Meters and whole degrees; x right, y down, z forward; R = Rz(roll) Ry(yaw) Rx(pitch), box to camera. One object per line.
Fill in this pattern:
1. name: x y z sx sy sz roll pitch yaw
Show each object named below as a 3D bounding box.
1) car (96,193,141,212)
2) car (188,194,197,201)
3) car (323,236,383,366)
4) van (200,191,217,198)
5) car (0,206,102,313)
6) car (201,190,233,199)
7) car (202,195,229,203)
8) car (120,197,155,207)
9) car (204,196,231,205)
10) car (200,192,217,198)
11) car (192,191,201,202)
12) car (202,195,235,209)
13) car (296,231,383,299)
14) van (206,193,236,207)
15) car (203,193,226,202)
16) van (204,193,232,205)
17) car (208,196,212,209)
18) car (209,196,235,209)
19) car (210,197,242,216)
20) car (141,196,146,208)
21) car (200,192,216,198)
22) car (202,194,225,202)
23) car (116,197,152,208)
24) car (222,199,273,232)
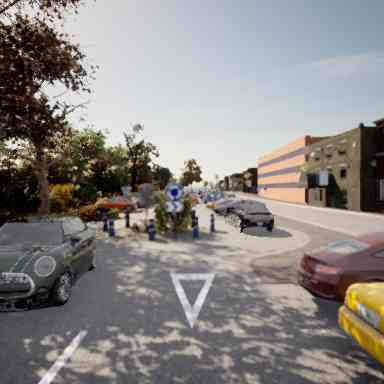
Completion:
1. car: -8.166 1.266 35.732 4.553 1.767 2.185 0 0 0
2. car: 0.085 1.177 72.903 1.895 1.301 4.718 0 1 0
3. car: 4.727 1.491 4.098 5.366 1.575 1.946 0 0 0
4. van: 4.435 0.668 89.430 4.442 1.987 1.878 0 1 0
5. car: -3.679 1.380 7.936 2.097 1.767 4.553 0 0 -6
6. car: 4.446 1.156 47.031 5.566 2.045 2.435 0 0 0
7. car: 4.477 1.307 64.005 5.008 1.535 2.097 0 1 0
8. car: -8.121 1.440 49.726 4.792 1.488 2.163 0 0 0
9. car: 4.451 1.434 58.346 4.674 1.452 2.002 0 1 0
10. car: 4.590 0.878 92.259 4.792 1.488 2.163 0 1 0
11. car: 0.087 1.196 62.993 2.097 1.767 4.553 0 1 1
12. car: 4.206 1.392 38.554 5.366 1.575 1.946 0 0 0
13. car: 4.528 1.543 6.740 4.674 1.452 2.002 -1 0 0
14. van: 4.310 1.185 49.856 4.442 1.987 1.878 0 0 0
15. car: 4.449 1.136 66.828 4.553 1.767 2.185 0 1 0
16. van: 4.328 1.189 55.387 4.442 1.987 1.878 0 0 0
17. car: 4.380 1.431 35.727 4.674 1.452 2.002 0 0 0
18. car: 4.371 1.427 32.902 4.674 1.452 2.002 0 0 0
19. car: 4.335 1.413 30.075 4.792 1.488 2.163 0 0 0
20. car: -8.183 1.395 38.431 5.008 1.535 2.097 0 0 0
21. car: 4.567 0.842 95.084 4.674 1.452 2.002 0 1 0
22. car: 4.487 1.255 69.656 4.674 1.452 2.002 0 1 0
23. car: -8.130 1.436 46.902 4.792 1.488 2.163 0 0 0
24. car: 3.407 1.441 19.940 2.128 1.511 4.902 1 1 -4
